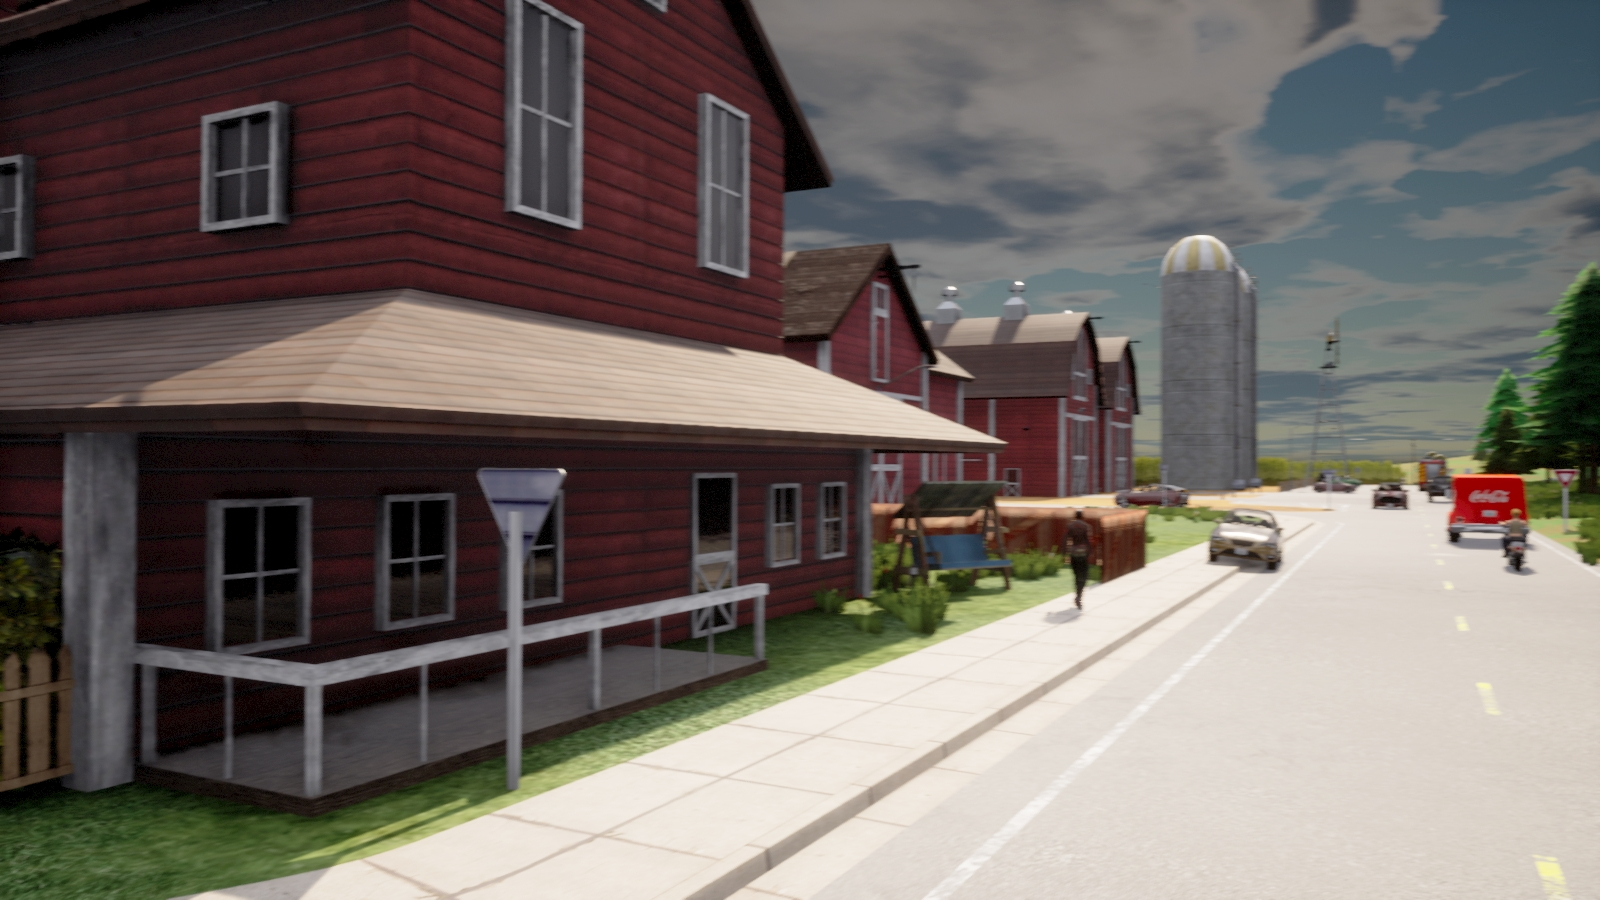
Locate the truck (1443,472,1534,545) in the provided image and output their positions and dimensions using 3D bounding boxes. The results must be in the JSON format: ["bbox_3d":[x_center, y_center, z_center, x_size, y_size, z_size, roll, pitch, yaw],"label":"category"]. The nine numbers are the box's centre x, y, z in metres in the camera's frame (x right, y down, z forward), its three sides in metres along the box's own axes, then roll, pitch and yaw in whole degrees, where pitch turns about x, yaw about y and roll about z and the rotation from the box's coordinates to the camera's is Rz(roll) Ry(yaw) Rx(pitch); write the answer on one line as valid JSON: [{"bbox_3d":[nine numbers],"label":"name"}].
[{"bbox_3d":[25.555,2.083,42.607,2.627,2.467,5.204,0,0,28],"label":"truck"}]

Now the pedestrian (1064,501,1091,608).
[{"bbox_3d":[4.905,1.838,20.209,0.375,1.860,0.375,0,-1,30],"label":"pedestrian"}]

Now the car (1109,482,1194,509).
[{"bbox_3d":[21.372,2.767,69.517,4.514,1.525,2.007,-1,-1,44],"label":"car"}]
